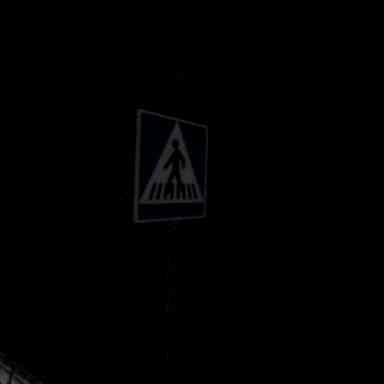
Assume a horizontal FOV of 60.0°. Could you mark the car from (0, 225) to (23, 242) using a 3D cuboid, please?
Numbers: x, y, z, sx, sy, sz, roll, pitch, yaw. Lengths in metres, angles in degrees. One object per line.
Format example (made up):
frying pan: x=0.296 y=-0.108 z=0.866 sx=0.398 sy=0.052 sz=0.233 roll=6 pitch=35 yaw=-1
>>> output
car: x=-12.630 y=2.354 z=19.504 sx=4.892 sy=1.521 sz=2.231 roll=1 pitch=-3 yaw=-43
